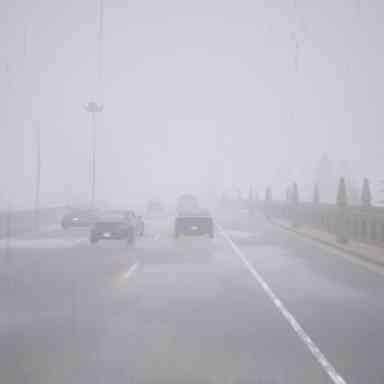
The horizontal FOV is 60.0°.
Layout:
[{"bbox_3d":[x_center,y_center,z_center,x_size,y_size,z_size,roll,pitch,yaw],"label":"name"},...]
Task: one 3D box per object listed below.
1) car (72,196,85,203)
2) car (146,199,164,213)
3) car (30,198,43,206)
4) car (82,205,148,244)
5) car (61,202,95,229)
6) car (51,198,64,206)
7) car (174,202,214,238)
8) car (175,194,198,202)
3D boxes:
[{"bbox_3d":[-20.254,1.531,59.170,2.097,1.767,4.553,0,0,-20],"label":"car"},{"bbox_3d":[-4.188,1.559,37.415,2.128,1.511,4.902,0,0,-6],"label":"car"},{"bbox_3d":[-27.749,1.755,59.364,2.033,1.411,5.357,0,0,-23],"label":"car"},{"bbox_3d":[-3.416,1.542,15.668,1.812,1.442,4.674,0,0,0],"label":"car"},{"bbox_3d":[-6.905,1.593,21.708,1.994,1.385,4.181,0,0,0],"label":"car"},{"bbox_3d":[-24.810,1.767,61.313,1.994,1.385,4.181,0,0,-23],"label":"car"},{"bbox_3d":[0.098,1.498,17.666,1.882,1.535,5.008,0,0,0],"label":"car"},{"bbox_3d":[-0.614,1.286,37.100,2.150,2.045,5.566,0,0,-6],"label":"car"}]
